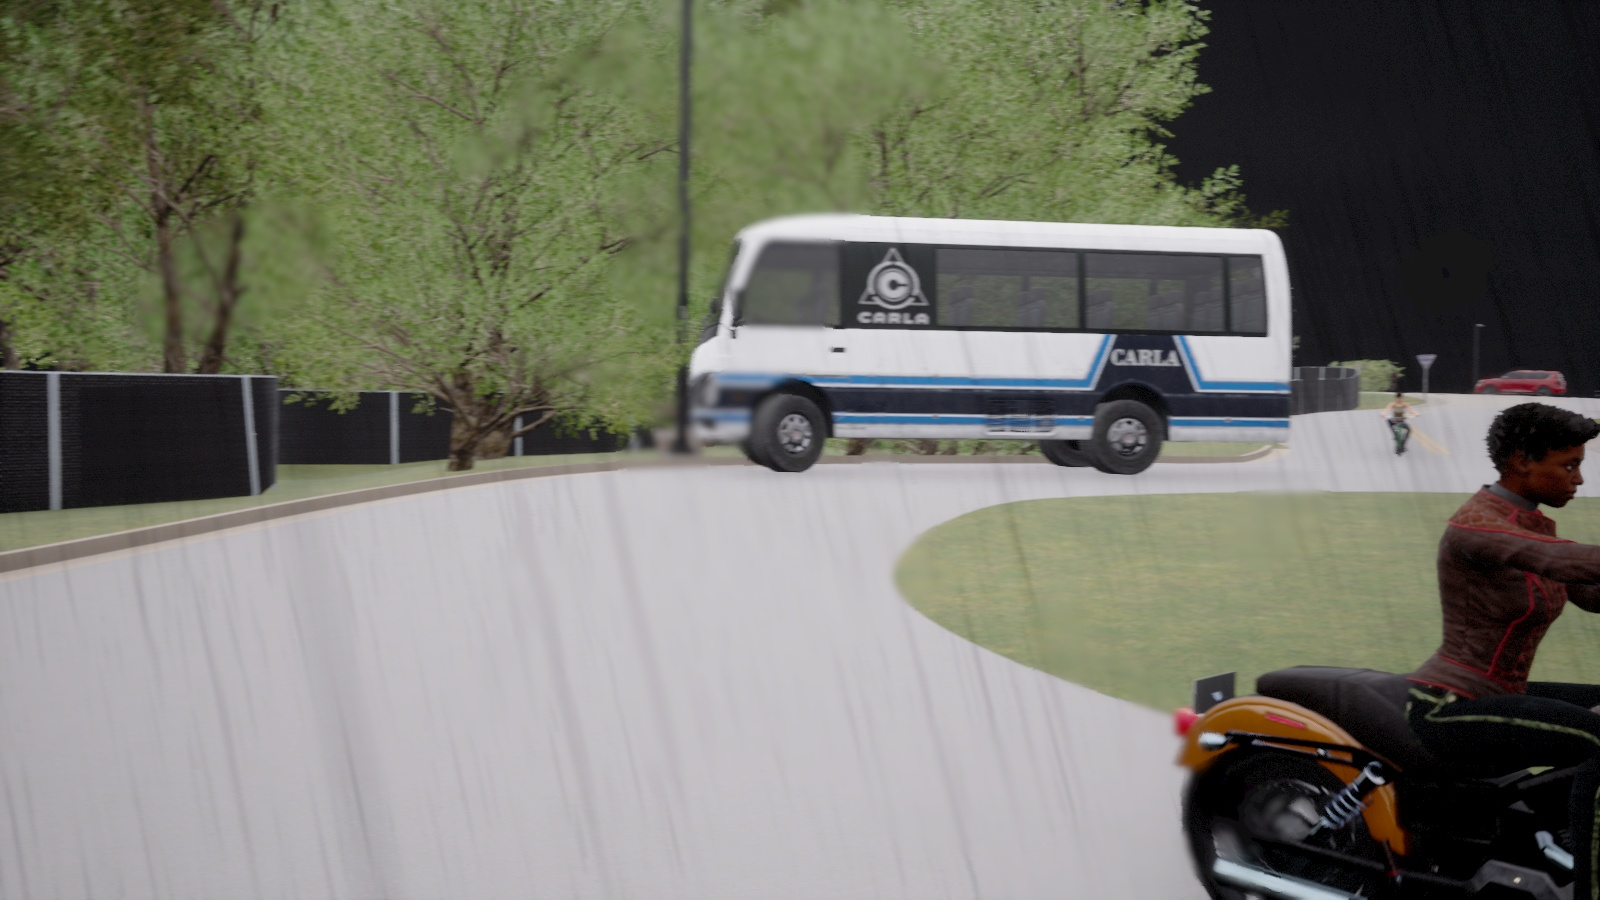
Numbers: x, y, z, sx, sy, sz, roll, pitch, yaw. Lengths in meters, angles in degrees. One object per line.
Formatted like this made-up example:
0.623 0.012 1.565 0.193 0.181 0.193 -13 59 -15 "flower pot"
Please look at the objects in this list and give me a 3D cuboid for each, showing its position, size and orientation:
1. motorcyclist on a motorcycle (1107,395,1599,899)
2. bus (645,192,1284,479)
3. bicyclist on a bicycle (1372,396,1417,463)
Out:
1.993 0.707 3.051 0.766 1.649 2.350 1 1 -43 "motorcyclist on a motorcycle"
2.544 -1.753 21.829 10.273 4.253 3.944 1 0 -8 "bus"
14.956 -0.541 31.641 0.866 1.612 1.509 1 4 21 "bicyclist on a bicycle"
